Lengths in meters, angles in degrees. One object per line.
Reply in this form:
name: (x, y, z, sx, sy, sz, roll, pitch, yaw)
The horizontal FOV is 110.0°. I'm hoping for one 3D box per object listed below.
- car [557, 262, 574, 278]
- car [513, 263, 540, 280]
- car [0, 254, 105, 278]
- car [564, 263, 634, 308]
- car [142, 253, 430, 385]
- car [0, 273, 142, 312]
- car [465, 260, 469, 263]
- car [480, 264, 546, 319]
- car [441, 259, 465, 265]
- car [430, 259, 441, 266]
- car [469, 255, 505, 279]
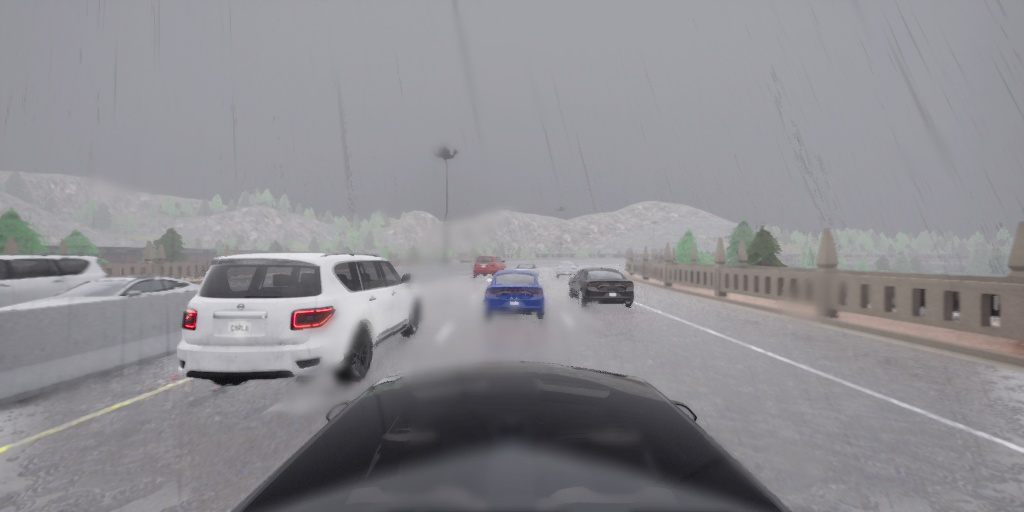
car: (5.356, 1.276, 34.277, 1.812, 1.442, 4.674, 0, 0, 10)
car: (1.412, 1.351, 32.182, 1.895, 1.301, 4.718, 0, 0, 9)
car: (-14.084, 0.972, 9.292, 2.150, 2.045, 5.566, 0, 0, 0)
car: (3.623, 1.228, 15.283, 1.882, 1.535, 5.008, 0, 0, 0)
car: (-3.410, 0.972, 7.152, 2.150, 2.045, 5.566, 0, 0, 0)
car: (-10.569, 1.276, 9.734, 1.812, 1.442, 4.674, 0, 0, 0)
car: (-4.301, 1.298, 52.194, 2.033, 1.411, 5.357, 0, 0, 20)
car: (0.105, 1.228, 12.803, 1.882, 1.535, 5.008, 0, 0, 0)
car: (-7.895, 1.228, 52.417, 1.882, 1.535, 5.008, 0, 0, 20)
car: (-11.156, 1.255, 53.703, 1.837, 1.490, 4.892, 0, 0, 20)
car: (-1.970, 0.972, 33.112, 2.150, 2.045, 5.566, 0, 0, 9)
